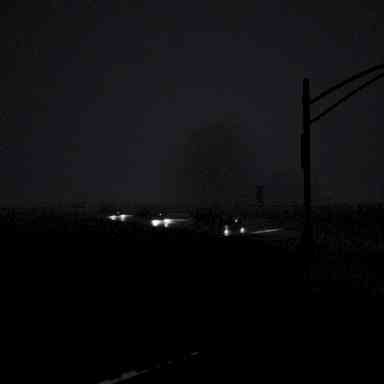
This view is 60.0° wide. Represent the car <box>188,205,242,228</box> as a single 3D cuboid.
[{"bbox_3d":[1.642,1.771,25.114,2.128,1.511,4.902,-1,0,-36],"label":"car"}]

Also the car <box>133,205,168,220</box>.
[{"bbox_3d":[-4.189,1.981,33.230,1.994,1.385,4.181,-1,0,-37],"label":"car"}]

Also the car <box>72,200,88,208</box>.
[{"bbox_3d":[-21.453,2.321,63.655,2.128,1.511,4.902,-1,0,-36],"label":"car"}]

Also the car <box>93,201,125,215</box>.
[{"bbox_3d":[-10.337,2.110,41.829,2.033,1.411,5.357,-1,0,-35],"label":"car"}]

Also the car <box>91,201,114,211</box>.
[{"bbox_3d":[-14.592,2.169,54.087,1.837,1.490,4.892,-1,0,-36],"label":"car"}]
